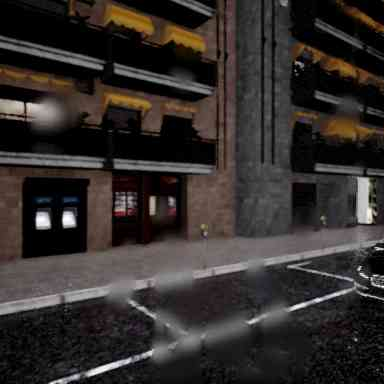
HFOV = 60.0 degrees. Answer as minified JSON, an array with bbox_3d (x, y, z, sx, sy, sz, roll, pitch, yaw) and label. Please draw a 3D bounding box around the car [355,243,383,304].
[{"bbox_3d":[5.539,1.556,7.398,4.892,1.490,1.837,0,0,-36],"label":"car"}]
